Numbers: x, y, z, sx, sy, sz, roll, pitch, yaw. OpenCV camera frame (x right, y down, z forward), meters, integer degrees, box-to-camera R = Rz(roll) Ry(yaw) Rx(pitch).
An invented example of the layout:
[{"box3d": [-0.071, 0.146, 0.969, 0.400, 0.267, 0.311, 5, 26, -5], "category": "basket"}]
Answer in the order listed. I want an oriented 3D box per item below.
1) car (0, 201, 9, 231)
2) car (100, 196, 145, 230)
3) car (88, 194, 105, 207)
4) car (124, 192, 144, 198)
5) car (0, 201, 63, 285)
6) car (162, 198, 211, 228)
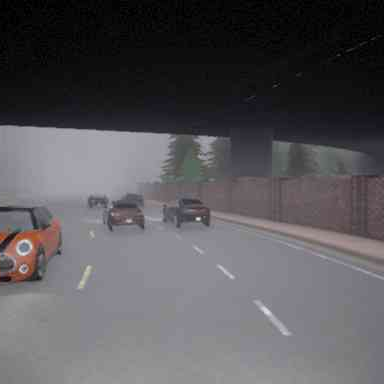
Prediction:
[{"box3d": [-10.752, 1.249, 16.816, 1.994, 1.385, 4.181, -1, 1, -20], "category": "car"}, {"box3d": [-3.747, 1.154, 18.034, 1.812, 1.442, 4.674, -1, 1, -19], "category": "car"}, {"box3d": [-10.006, 0.888, 35.241, 1.895, 1.301, 4.718, -1, 1, -20], "category": "car"}, {"box3d": [-6.353, 0.773, 35.431, 1.837, 1.490, 4.892, -1, 1, -20], "category": "car"}, {"box3d": [-4.864, 1.178, 8.938, 2.097, 1.767, 4.553, -1, 1, -13], "category": "car"}, {"box3d": [-0.438, 1.095, 19.067, 1.837, 1.490, 4.892, 0, 0, -18], "category": "car"}]
